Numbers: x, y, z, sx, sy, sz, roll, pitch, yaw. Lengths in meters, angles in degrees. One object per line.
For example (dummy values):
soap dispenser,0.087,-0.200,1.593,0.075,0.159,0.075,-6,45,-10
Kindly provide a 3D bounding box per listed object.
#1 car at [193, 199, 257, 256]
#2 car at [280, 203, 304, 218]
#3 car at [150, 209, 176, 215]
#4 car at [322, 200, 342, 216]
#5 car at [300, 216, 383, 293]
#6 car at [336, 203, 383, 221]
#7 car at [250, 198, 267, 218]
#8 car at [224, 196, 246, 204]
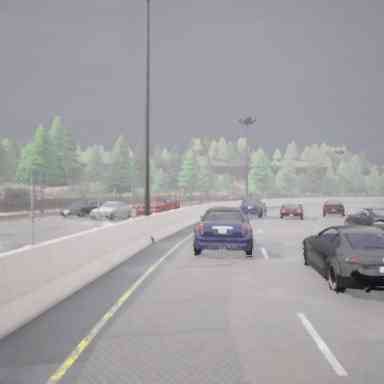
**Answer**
car,1.349,1.357,13.423,2.097,1.767,4.553,0,0,8
car,9.014,1.635,29.821,1.895,1.301,4.718,0,0,19
car,-2.763,1.212,28.124,2.150,2.045,5.566,0,0,17
car,14.040,1.530,33.070,1.882,1.535,5.008,0,0,22
car,4.270,1.580,8.871,1.994,1.385,4.181,0,0,6
car,8.904,1.525,16.195,2.128,1.511,4.902,0,0,11
car,5.645,1.374,30.629,2.097,1.767,4.553,0,0,19
car,8.534,1.578,65.531,2.033,1.411,5.357,0,0,36
